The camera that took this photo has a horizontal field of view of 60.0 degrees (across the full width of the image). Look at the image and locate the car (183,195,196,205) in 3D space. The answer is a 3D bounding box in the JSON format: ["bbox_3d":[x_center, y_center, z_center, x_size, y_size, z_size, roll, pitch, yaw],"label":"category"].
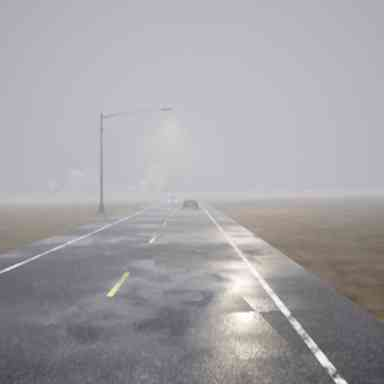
[{"bbox_3d":[-0.440,1.318,54.826,2.128,1.511,4.902,0,0,-1],"label":"car"}]

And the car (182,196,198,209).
[{"bbox_3d":[-0.214,1.337,41.880,1.882,1.535,5.008,0,-1,-1],"label":"car"}]

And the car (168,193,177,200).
[{"bbox_3d":[-4.653,1.131,80.757,2.097,1.767,4.553,0,0,-2],"label":"car"}]
